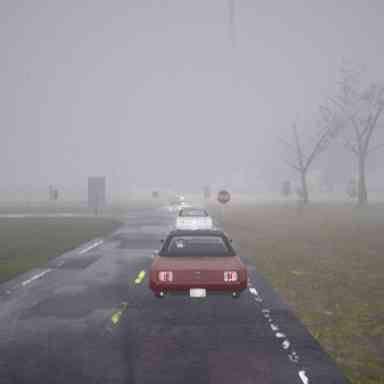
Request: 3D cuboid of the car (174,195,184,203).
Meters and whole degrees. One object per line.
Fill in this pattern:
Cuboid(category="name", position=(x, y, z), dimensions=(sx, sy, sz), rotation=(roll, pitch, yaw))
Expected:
Cuboid(category="car", position=(-2.622, 1.433, 69.272), dimensions=(1.882, 1.535, 5.008), rotation=(0, 0, 0))

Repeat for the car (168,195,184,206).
Cuboid(category="car", position=(-2.726, 1.474, 54.345), dimensions=(1.837, 1.490, 4.892), rotation=(0, 0, 0))

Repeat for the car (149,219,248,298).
Cuboid(category="car", position=(0.117, 1.598, 8.434), dimensions=(1.895, 1.301, 4.718), rotation=(0, 0, 0))

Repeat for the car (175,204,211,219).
Cuboid(category="car", position=(0.026, 1.593, 19.369), dimensions=(1.895, 1.301, 4.718), rotation=(0, 0, -2))
